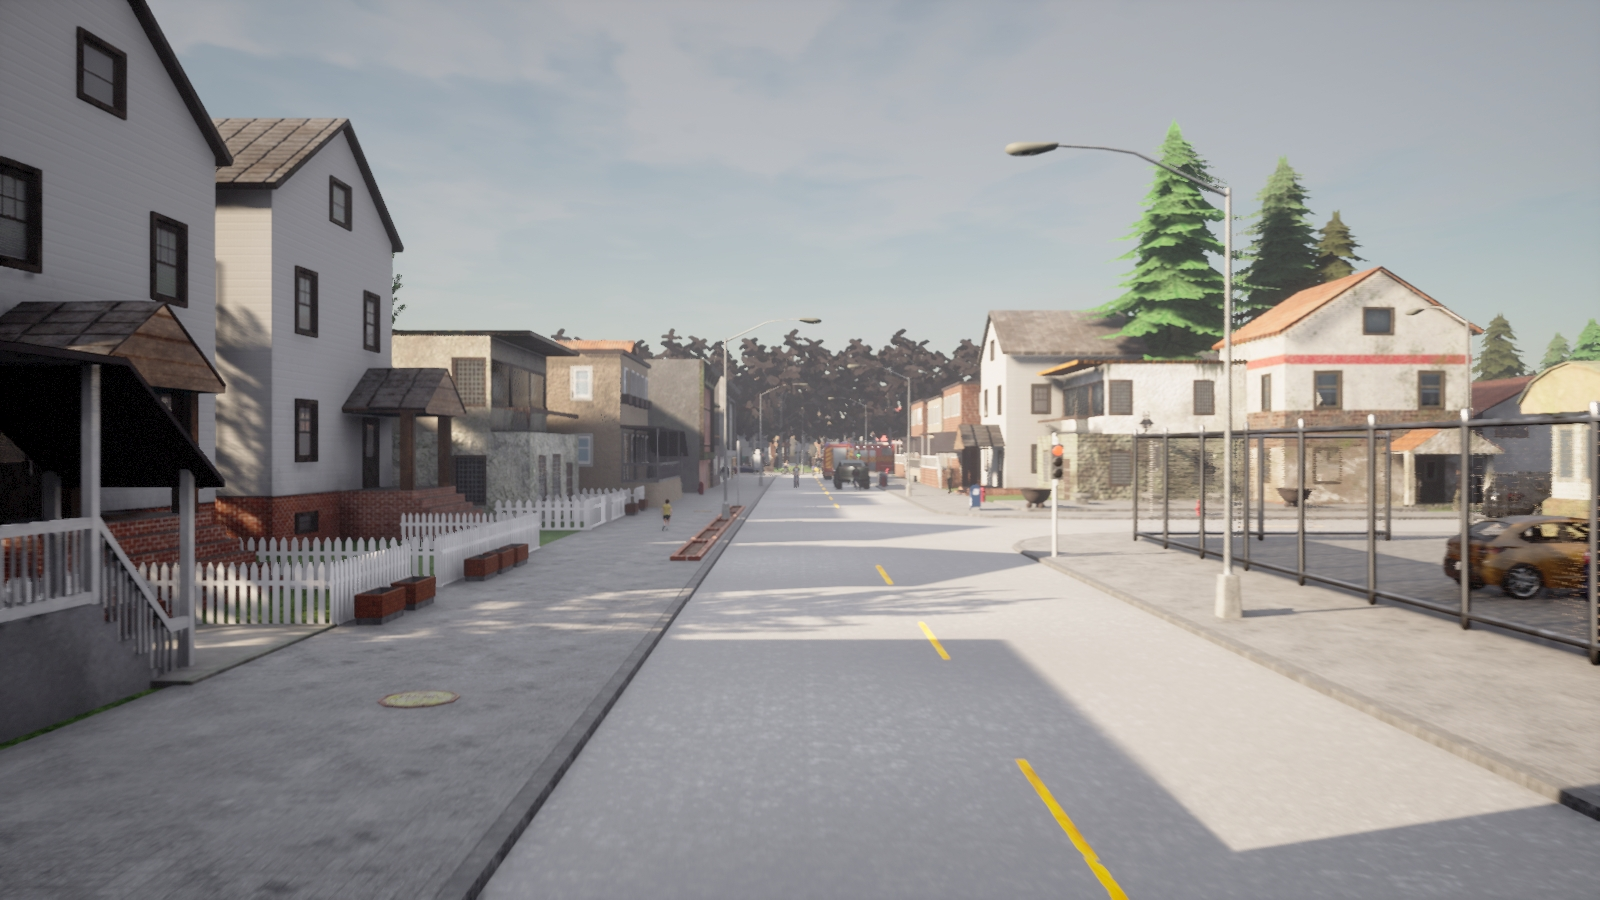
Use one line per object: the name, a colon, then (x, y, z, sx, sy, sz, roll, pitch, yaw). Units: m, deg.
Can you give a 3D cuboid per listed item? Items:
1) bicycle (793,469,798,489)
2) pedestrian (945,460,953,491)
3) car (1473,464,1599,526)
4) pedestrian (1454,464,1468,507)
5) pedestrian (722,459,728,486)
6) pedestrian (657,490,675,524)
bicycle: (-0.286, 1.932, 77.050, 0.329, 1.271, 1.835, 0, 0, 0)
pedestrian: (8.927, 1.514, 68.462, 0.375, 1.860, 0.375, 0, 0, 0)
car: (26.864, 1.547, 39.818, 5.566, 2.045, 2.150, 0, 0, 0)
pedestrian: (28.172, 1.508, 48.713, 0.375, 1.860, 0.375, 0, 0, 5)
pedestrian: (-5.091, 1.517, 77.513, 0.375, 1.860, 0.375, 0, 0, -8)
pedestrian: (-4.459, 1.902, 38.101, 0.500, 1.100, 0.500, 0, 0, 3)
